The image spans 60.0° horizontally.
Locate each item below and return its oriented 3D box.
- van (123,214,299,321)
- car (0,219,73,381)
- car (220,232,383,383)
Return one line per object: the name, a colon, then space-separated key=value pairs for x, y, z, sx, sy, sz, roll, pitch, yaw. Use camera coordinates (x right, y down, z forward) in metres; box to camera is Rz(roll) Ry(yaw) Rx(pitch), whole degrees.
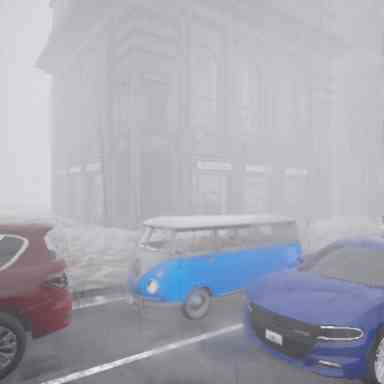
van: x=0.612 y=1.388 z=7.089 sx=3.998 sy=1.788 sz=1.690 roll=1 pitch=-1 yaw=-36
car: x=-3.976 y=1.303 z=3.815 sx=5.009 sy=1.841 sz=2.192 roll=1 pitch=-1 yaw=-36
car: x=3.039 y=1.536 z=5.549 sx=5.008 sy=1.535 sz=1.882 roll=1 pitch=0 yaw=-36
